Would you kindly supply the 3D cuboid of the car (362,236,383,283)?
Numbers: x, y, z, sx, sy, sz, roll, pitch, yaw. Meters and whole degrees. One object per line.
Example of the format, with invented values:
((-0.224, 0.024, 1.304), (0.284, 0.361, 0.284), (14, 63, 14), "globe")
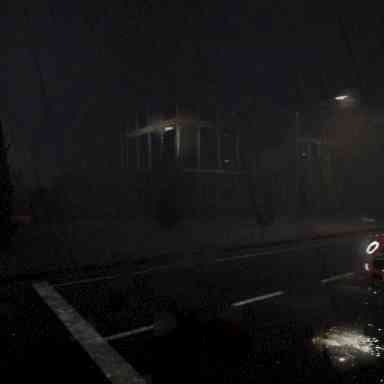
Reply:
((6.372, 1.352, 8.531), (4.553, 1.767, 2.097), (0, 0, -35), "car")
